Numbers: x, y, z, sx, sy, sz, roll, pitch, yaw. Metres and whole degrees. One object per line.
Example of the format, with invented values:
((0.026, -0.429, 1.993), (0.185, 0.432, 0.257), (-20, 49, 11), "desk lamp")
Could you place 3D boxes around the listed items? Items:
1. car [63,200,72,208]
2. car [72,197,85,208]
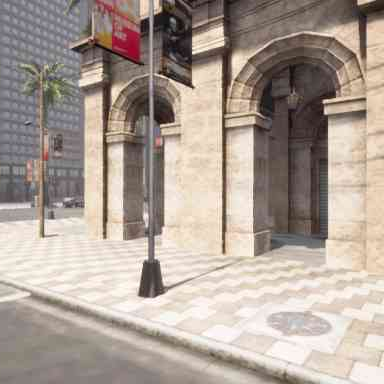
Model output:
((-16.562, 1.512, 48.769), (2.161, 1.482, 4.786), (0, 0, 35), "car")
((-13.963, 1.600, 47.081), (1.895, 1.301, 4.718), (0, 0, 36), "car")
